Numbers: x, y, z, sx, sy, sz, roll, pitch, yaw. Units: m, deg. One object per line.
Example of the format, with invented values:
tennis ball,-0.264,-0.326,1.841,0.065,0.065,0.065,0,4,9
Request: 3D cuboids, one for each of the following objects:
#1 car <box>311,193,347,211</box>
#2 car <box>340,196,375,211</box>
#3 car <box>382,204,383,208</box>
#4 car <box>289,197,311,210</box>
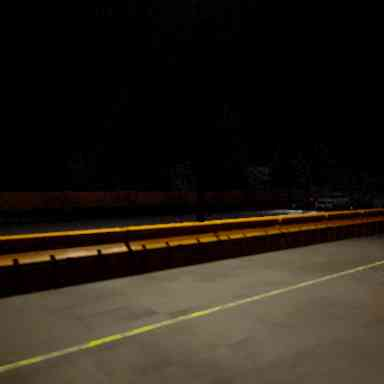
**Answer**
car,16.787,1.157,39.602,5.566,2.045,2.150,-1,0,-43
car,18.400,1.427,36.355,4.892,1.490,1.837,0,0,-43
car,21.120,1.391,34.116,4.902,1.511,2.128,0,0,-43
car,14.058,1.450,41.865,4.902,1.511,2.128,0,0,-43
